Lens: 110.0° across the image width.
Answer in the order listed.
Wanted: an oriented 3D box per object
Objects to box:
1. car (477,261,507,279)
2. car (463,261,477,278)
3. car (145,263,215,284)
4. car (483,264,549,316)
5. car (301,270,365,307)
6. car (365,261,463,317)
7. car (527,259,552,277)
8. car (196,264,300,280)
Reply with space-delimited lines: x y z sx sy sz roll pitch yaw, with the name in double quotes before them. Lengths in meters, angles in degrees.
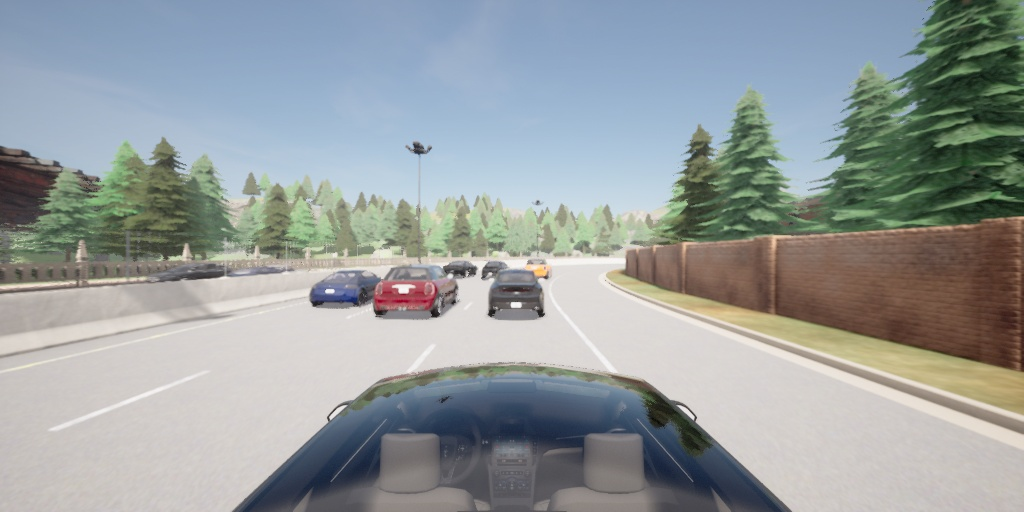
"car" -1.262 1.182 31.132 1.837 1.490 4.892 0 0 11
"car" -4.515 1.151 32.637 1.882 1.535 5.008 0 0 12
"car" -20.402 1.203 23.015 1.837 1.490 4.892 0 0 6
"car" 0.173 1.226 13.233 1.837 1.490 4.892 0 0 1
"car" -6.724 1.280 15.429 1.994 1.385 4.181 0 0 3
"car" -3.316 1.075 13.234 2.097 1.767 4.553 0 0 1
"car" 2.259 1.029 30.796 2.097 1.767 4.553 0 0 11
"car" -13.711 1.271 19.028 1.994 1.385 4.181 0 0 4
